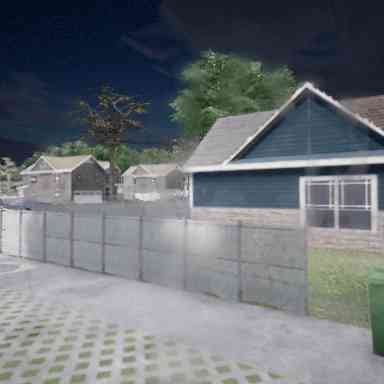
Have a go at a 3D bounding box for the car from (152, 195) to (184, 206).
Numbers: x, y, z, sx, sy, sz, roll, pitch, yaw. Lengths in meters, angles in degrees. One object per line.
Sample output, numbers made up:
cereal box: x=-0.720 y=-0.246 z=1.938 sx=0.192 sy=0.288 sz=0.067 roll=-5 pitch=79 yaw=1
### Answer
car: x=-3.574 y=1.209 z=50.561 sx=2.033 sy=1.411 sz=5.357 roll=0 pitch=1 yaw=32

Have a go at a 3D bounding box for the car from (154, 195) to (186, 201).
car: x=-2.770 y=1.170 z=45.744 sx=1.882 sy=1.535 sz=5.008 roll=0 pitch=1 yaw=32

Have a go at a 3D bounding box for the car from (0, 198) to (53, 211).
car: x=-14.059 y=1.378 z=27.660 sx=1.882 sy=1.535 sz=5.008 roll=0 pitch=0 yaw=32
